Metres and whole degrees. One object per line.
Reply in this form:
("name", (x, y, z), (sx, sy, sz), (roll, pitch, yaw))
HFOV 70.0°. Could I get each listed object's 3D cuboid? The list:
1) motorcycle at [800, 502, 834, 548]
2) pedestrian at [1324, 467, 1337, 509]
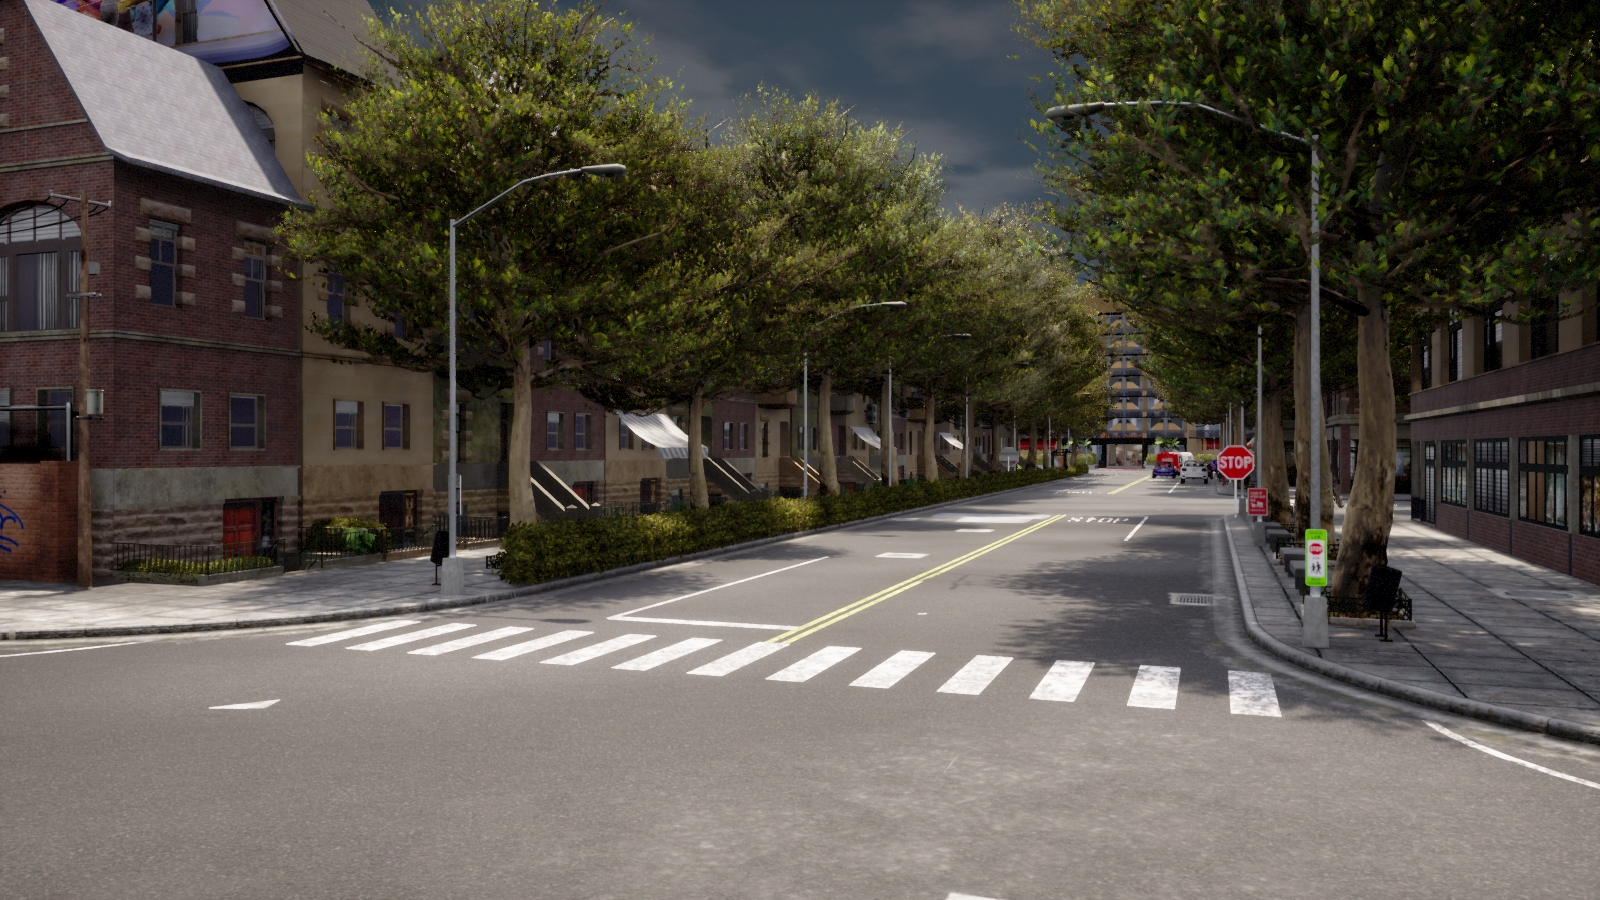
("motorcycle", (0.520, 2.186, 33.770), (0.856, 1.236, 1.805), (0, 0, 5))
("pedestrian", (23.523, 1.695, 50.691), (0.375, 1.860, 0.375), (0, 0, -28))
